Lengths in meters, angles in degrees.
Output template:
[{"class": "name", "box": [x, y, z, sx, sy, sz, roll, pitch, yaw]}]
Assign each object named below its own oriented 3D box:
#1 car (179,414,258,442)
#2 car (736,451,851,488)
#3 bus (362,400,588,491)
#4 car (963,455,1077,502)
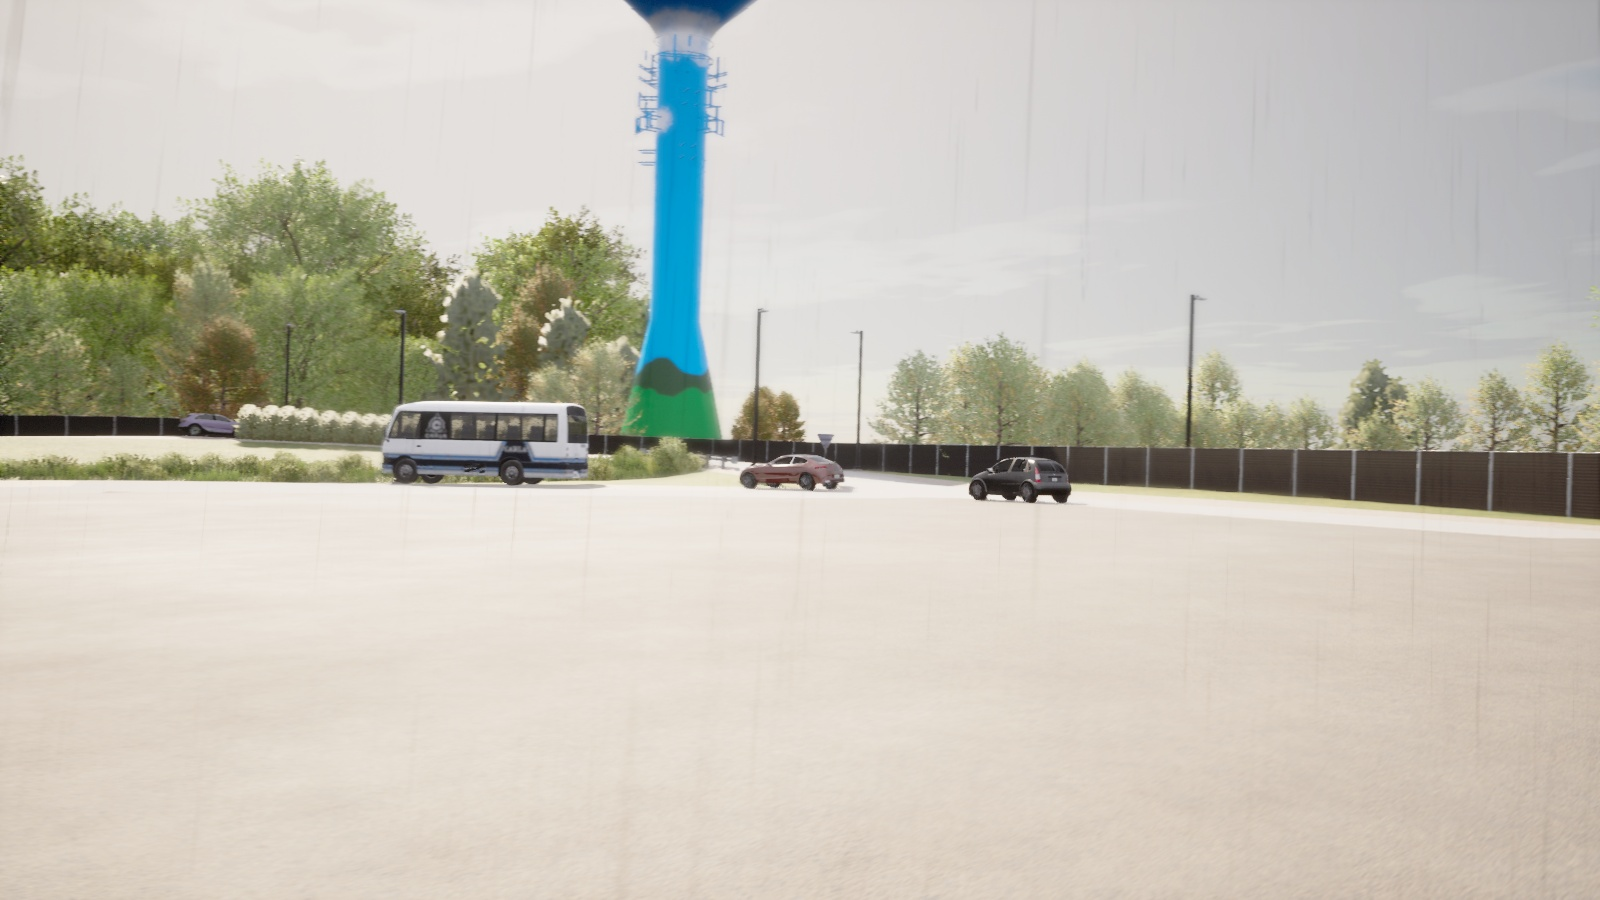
[{"class": "car", "box": [-40.408, -1.514, 87.280, 4.856, 1.649, 2.033, 3, -1, -25]}, {"class": "car", "box": [-0.320, 0.868, 58.168, 5.027, 1.651, 2.152, 0, 1, 35]}, {"class": "bus", "box": [-16.349, -0.243, 63.526, 10.273, 4.253, 3.944, 1, 0, 11]}, {"class": "car", "box": [7.905, 0.995, 45.386, 1.851, 1.617, 3.988, 1, -1, -32]}]
